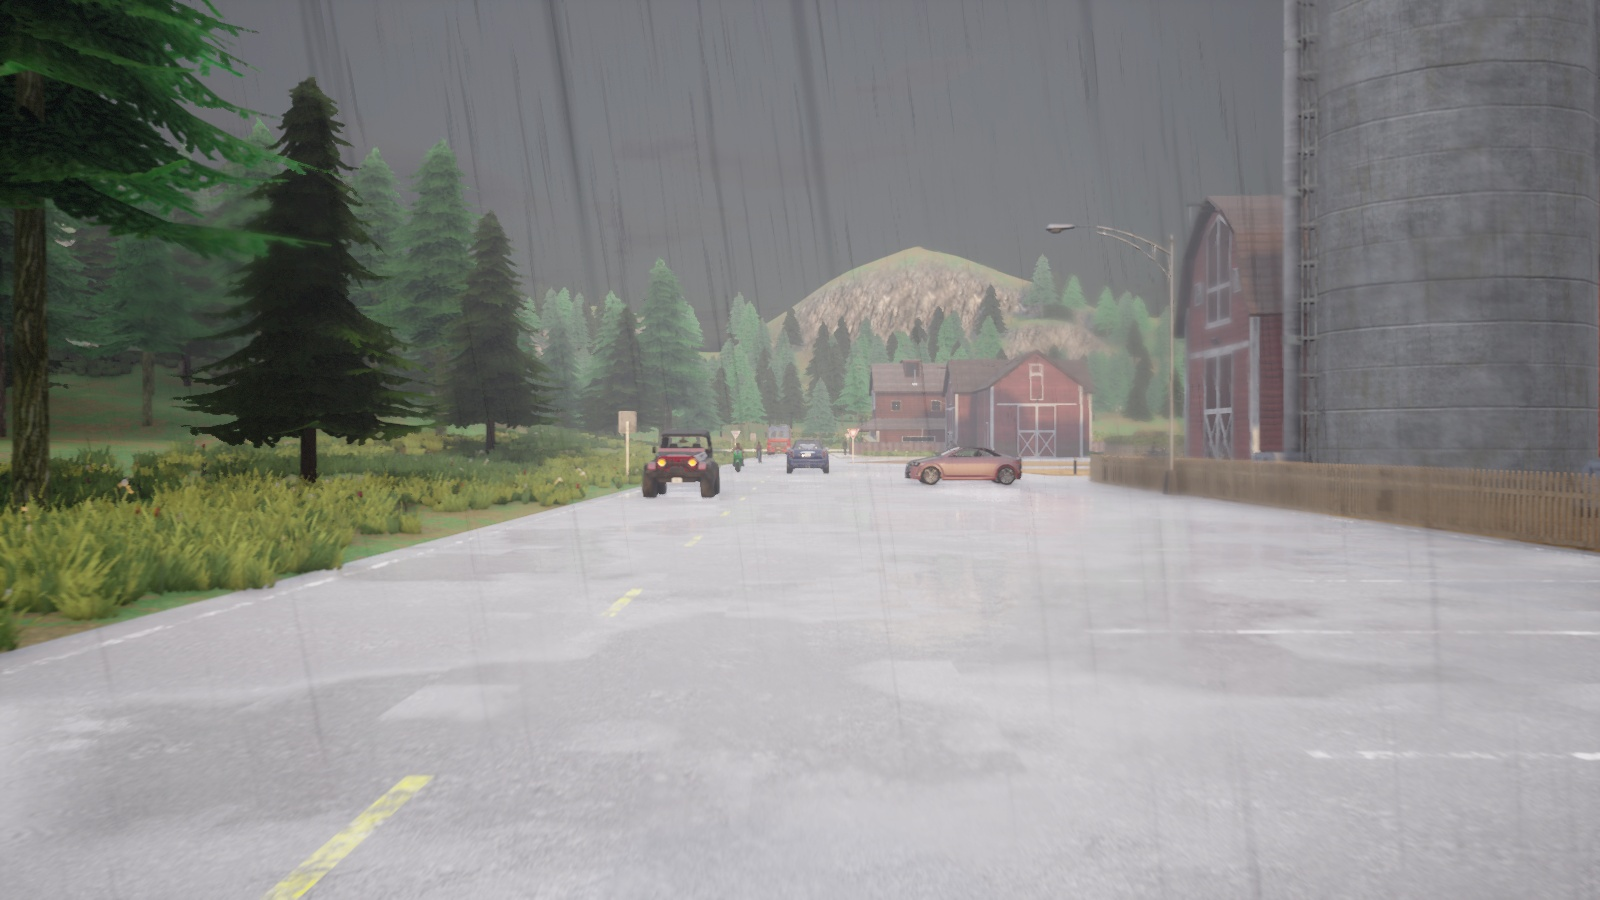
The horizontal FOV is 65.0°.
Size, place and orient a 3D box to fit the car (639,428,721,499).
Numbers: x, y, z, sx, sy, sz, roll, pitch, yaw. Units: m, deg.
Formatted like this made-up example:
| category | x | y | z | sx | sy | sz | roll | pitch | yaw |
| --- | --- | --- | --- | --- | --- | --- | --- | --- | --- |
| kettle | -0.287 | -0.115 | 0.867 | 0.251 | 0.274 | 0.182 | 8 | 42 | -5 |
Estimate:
| category | x | y | z | sx | sy | sz | roll | pitch | yaw |
| --- | --- | --- | --- | --- | --- | --- | --- | --- | --- |
| car | -3.278 | 0.345 | 35.053 | 1.905 | 1.878 | 3.866 | 0 | 0 | 0 |

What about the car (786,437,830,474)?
| category | x | y | z | sx | sy | sz | roll | pitch | yaw |
| --- | --- | --- | --- | --- | --- | --- | --- | --- | --- |
| car | 0.385 | 0.258 | 62.616 | 2.097 | 1.767 | 4.553 | 0 | 0 | 0 |

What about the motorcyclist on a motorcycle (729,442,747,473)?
| category | x | y | z | sx | sy | sz | roll | pitch | yaw |
| --- | --- | --- | --- | --- | --- | --- | --- | --- | --- |
| motorcyclist on a motorcycle | -3.113 | 0.377 | 63.028 | 0.797 | 1.523 | 2.044 | 0 | 0 | 0 |
